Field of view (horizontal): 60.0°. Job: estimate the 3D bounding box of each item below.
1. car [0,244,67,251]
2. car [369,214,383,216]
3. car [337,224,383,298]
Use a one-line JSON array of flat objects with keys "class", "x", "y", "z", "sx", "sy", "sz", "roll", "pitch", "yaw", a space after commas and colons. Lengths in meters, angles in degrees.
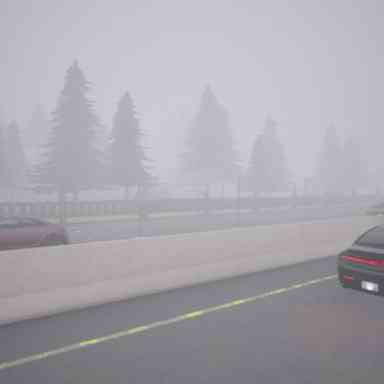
[{"class": "car", "x": -6.764, "y": 1.555, "z": 12.065, "sx": 4.181, "sy": 1.385, "sz": 1.994, "roll": 0, "pitch": 0, "yaw": -35}, {"class": "car", "x": 13.294, "y": 1.346, "z": 22.069, "sx": 4.892, "sy": 1.490, "sz": 1.837, "roll": -1, "pitch": 0, "yaw": -35}, {"class": "car", "x": 5.205, "y": 1.448, "z": 7.458, "sx": 4.892, "sy": 1.490, "sz": 1.837, "roll": -1, "pitch": 0, "yaw": -35}]
